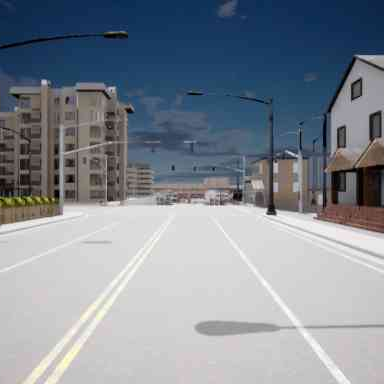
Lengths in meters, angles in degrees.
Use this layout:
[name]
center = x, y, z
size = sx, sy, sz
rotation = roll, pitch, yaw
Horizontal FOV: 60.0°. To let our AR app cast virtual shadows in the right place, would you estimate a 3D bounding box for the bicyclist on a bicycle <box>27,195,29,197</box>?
[bicyclist on a bicycle]
center = -25.295, 1.276, 51.344
size = 0.582, 1.620, 1.656
rotation = 0, 0, 1
